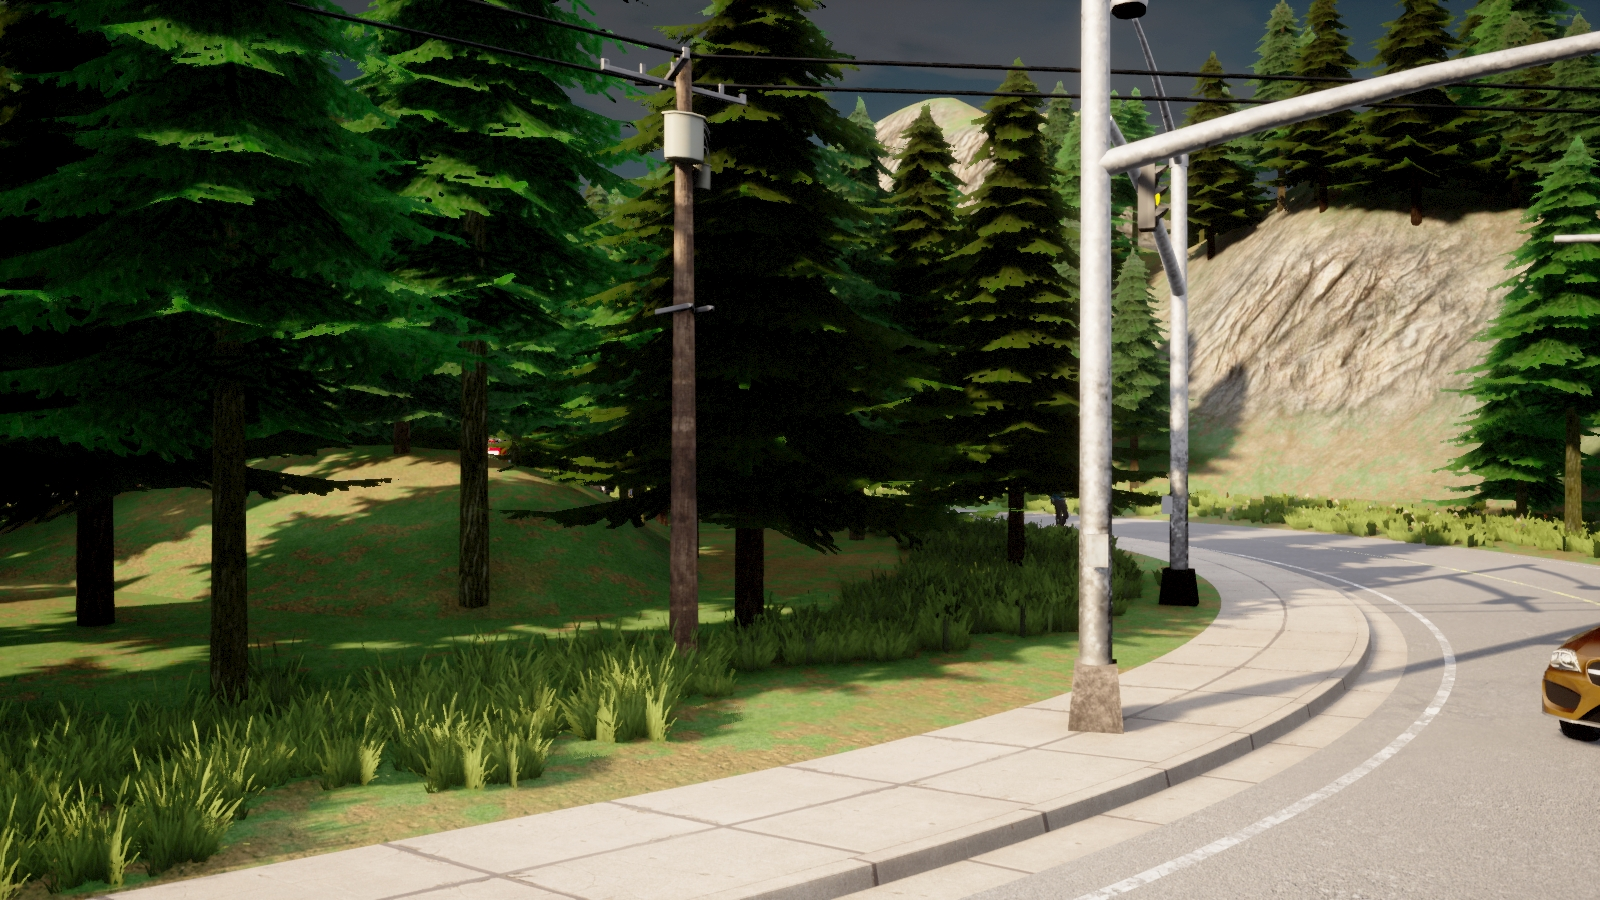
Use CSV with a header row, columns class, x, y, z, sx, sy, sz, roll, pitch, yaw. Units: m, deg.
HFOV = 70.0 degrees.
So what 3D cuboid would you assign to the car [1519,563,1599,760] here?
class,x,y,z,sx,sy,sz,roll,pitch,yaw
car,9.577,1.970,11.147,5.027,1.651,2.152,0,0,-29
